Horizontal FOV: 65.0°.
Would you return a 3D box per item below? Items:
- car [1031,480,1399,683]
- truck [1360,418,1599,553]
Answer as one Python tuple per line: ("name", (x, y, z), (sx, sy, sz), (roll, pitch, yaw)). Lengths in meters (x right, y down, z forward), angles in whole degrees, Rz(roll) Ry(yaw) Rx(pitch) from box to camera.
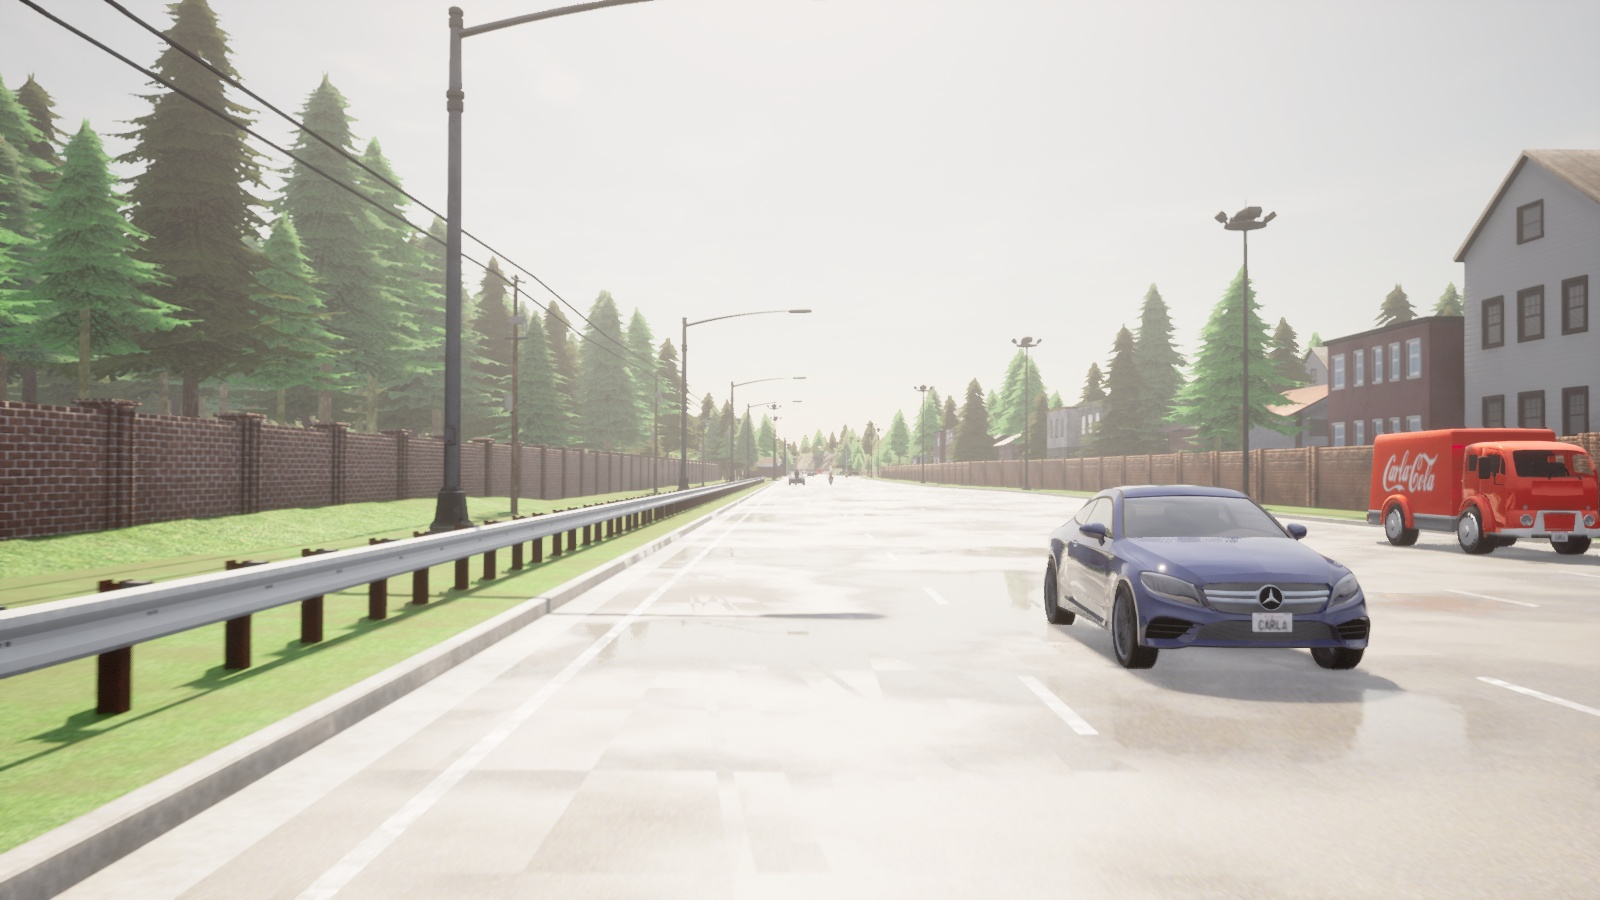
("car", (3.473, 1.020, 11.548), (1.812, 1.442, 4.674), (0, -1, 0))
("truck", (13.937, 0.701, 25.642), (2.627, 2.467, 5.204), (0, -1, 0))
